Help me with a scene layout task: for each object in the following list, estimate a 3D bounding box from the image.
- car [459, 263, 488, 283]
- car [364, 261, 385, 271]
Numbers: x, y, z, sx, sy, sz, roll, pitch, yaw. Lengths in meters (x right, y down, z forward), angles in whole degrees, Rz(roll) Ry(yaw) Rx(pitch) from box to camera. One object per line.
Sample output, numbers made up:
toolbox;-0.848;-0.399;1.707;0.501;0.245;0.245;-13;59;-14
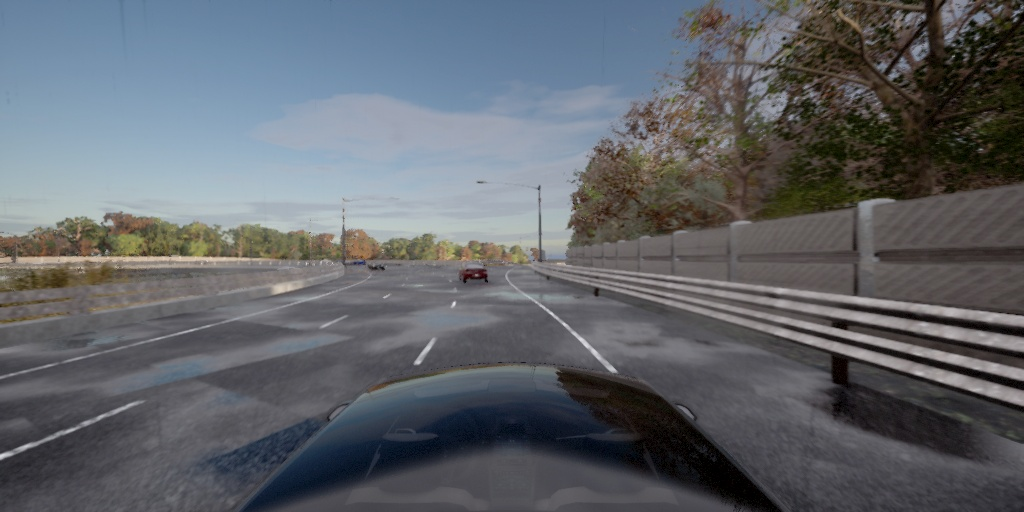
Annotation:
car;-3.162;1.278;28.646;1.882;1.535;5.008;0;0;-13
car;-20.986;1.559;55.172;1.895;1.301;4.718;-1;0;-30
